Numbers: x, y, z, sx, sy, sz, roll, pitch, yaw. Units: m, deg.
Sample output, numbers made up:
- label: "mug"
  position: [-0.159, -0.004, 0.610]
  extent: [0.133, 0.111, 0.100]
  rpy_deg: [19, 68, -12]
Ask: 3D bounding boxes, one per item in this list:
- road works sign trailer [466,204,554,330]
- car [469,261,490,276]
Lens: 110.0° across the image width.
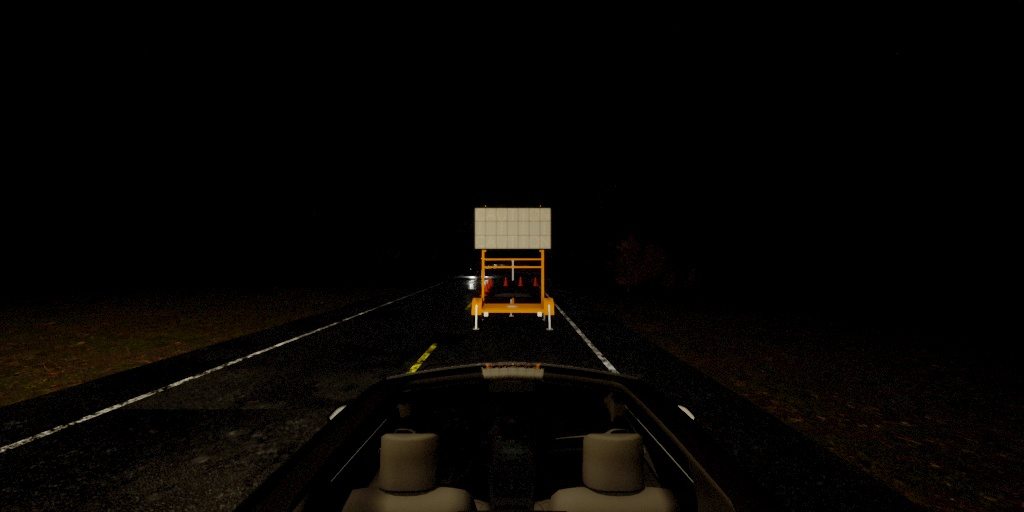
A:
- label: "road works sign trailer"
  position: [0.028, 0.215, 11.119]
  extent: [2.380, 3.560, 2.880]
  rpy_deg: [0, 0, 0]
- label: "car"
  position: [-3.392, 1.291, 37.829]
  extent: [1.812, 1.442, 4.674]
  rpy_deg: [0, 0, 0]
